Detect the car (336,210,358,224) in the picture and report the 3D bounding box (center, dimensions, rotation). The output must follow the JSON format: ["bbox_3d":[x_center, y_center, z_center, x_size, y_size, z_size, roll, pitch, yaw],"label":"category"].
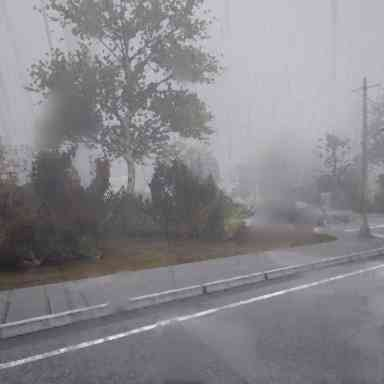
[{"bbox_3d":[10.146,1.675,25.817,1.895,1.301,4.718,0,-1,-39],"label":"car"}]

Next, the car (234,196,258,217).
[{"bbox_3d":[3.907,1.430,33.349,2.150,2.045,5.566,0,-1,-41],"label":"car"}]

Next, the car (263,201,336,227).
[{"bbox_3d":[7.353,1.426,23.614,2.097,1.767,4.553,0,-1,-38],"label":"car"}]
